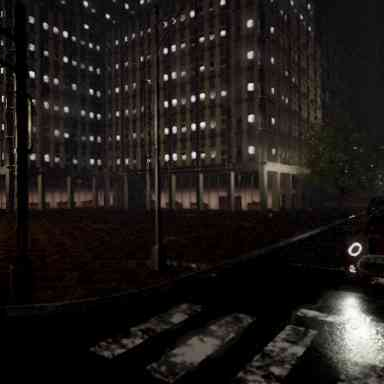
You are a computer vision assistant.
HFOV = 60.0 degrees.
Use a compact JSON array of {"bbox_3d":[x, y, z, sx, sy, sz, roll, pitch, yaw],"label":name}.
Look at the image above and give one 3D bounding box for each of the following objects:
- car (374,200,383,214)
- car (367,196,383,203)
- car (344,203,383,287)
[{"bbox_3d":[20.930,1.570,35.821,1.947,1.339,4.313,-1,0,35],"label":"car"},{"bbox_3d":[17.693,1.327,31.134,2.192,1.841,5.009,-1,0,35],"label":"car"},{"bbox_3d":[5.591,1.355,9.012,2.097,1.767,4.553,-1,0,35],"label":"car"}]
